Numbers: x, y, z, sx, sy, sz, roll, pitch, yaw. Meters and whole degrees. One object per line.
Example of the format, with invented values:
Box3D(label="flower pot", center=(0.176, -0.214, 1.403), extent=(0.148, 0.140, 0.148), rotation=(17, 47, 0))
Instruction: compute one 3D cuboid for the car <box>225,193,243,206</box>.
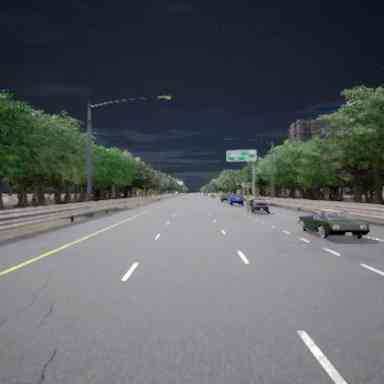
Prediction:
Box3D(label="car", center=(7.176, 1.235, 54.835), extent=(2.150, 2.045, 5.566), rotation=(0, 0, 0))

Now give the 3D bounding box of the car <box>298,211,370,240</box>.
Box3D(label="car", center=(7.019, 1.603, 17.091), extent=(1.895, 1.301, 4.718), rotation=(0, 0, 0))

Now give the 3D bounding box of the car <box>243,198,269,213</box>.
Box3D(label="car", center=(7.079, 1.509, 36.135), extent=(1.837, 1.490, 4.892), rotation=(0, 0, 0))

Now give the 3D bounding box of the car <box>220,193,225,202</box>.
Box3D(label="car", center=(7.294, 1.201, 72.463), extent=(2.150, 2.045, 5.566), rotation=(0, 0, 0))
